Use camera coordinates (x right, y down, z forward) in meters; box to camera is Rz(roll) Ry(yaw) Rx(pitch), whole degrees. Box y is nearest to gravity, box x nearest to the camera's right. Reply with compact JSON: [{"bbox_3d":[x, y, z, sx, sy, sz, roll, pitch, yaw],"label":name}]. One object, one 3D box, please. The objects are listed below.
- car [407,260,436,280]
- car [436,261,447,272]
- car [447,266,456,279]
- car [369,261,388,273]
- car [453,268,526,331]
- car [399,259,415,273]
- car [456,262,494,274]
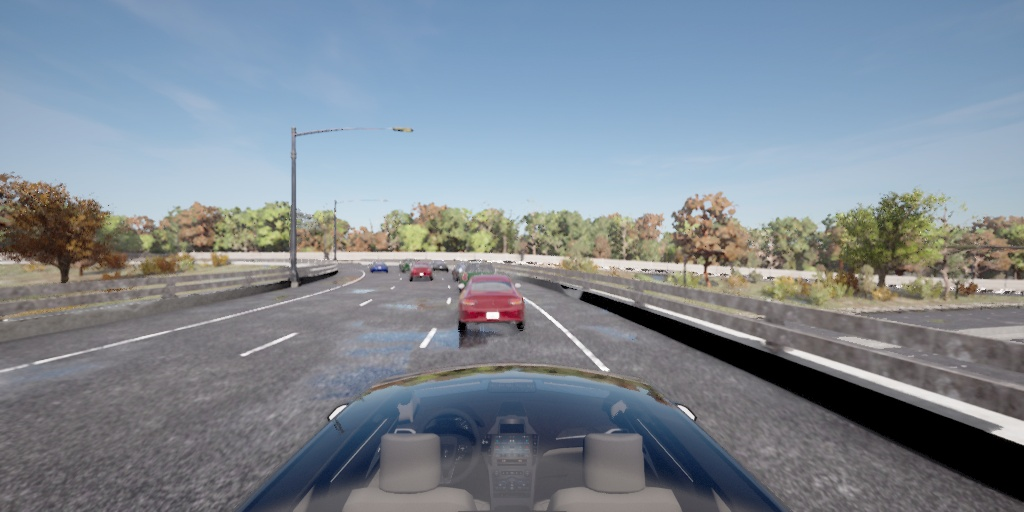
[{"bbox_3d":[-7.830,1.282,30.897,1.812,1.442,4.674,0,0,-15],"label":"car"},{"bbox_3d":[-9.481,1.322,45.776,1.994,1.385,4.181,0,0,-23],"label":"car"},{"bbox_3d":[-3.904,1.301,29.804,2.033,1.411,5.357,0,0,-15],"label":"car"},{"bbox_3d":[-16.413,1.328,44.168,1.994,1.385,4.181,0,0,-24],"label":"car"},{"bbox_3d":[-0.671,1.276,10.978,1.812,1.442,4.674,0,0,-5],"label":"car"},{"bbox_3d":[-12.953,1.113,44.969,2.097,1.767,4.553,0,0,-23],"label":"car"},{"bbox_3d":[-1.882,1.103,20.016,2.097,1.767,4.553,0,0,-9],"label":"car"}]
